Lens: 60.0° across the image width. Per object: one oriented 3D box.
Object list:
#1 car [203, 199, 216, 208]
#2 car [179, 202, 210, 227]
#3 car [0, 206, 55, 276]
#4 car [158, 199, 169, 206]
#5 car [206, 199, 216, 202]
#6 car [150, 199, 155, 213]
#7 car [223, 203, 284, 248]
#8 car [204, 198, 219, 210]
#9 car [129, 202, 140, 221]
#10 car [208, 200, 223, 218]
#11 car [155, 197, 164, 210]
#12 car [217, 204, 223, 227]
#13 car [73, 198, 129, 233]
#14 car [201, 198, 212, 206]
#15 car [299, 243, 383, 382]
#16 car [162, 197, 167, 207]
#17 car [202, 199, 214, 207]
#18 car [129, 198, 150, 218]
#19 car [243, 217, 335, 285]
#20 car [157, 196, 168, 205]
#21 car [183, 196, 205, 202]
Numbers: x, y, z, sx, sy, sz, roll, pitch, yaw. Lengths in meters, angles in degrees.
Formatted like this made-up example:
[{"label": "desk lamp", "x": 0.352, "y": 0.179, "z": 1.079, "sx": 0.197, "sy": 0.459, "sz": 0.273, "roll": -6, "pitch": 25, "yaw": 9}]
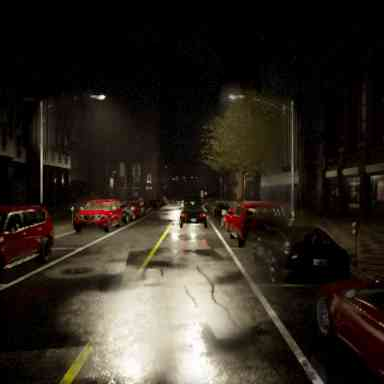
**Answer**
[{"label": "car", "x": 2.838, "y": 1.896, "z": 54.588, "sx": 1.802, "sy": 1.307, "sz": 4.206, "roll": 0, "pitch": 0, "yaw": 0}, {"label": "car", "x": 0.092, "y": 1.651, "z": 23.628, "sx": 1.812, "sy": 1.442, "sz": 4.674, "roll": 0, "pitch": 0, "yaw": 0}, {"label": "car", "x": -5.673, "y": 1.362, "z": 9.481, "sx": 2.192, "sy": 1.841, "sz": 5.009, "roll": 0, "pitch": 0, "yaw": 0}, {"label": "car", "x": -5.691, "y": 1.976, "z": 65.867, "sx": 1.802, "sy": 1.307, "sz": 4.206, "roll": 0, "pitch": 0, "yaw": 0}, {"label": "car", "x": 2.843, "y": 1.732, "z": 37.841, "sx": 1.752, "sy": 1.417, "sz": 4.829, "roll": 0, "pitch": 0, "yaw": 0}, {"label": "car", "x": -5.681, "y": 1.750, "z": 37.674, "sx": 1.887, "sy": 1.381, "sz": 4.507, "roll": 0, "pitch": 0, "yaw": 0}, {"label": "car", "x": 2.850, "y": 1.394, "z": 15.114, "sx": 2.192, "sy": 1.841, "sz": 5.009, "roll": 0, "pitch": 0, "yaw": 0}, {"label": "car", "x": 2.839, "y": 1.716, "z": 48.951, "sx": 1.967, "sy": 1.590, "sz": 4.097, "roll": 0, "pitch": 0, "yaw": 0}, {"label": "car", "x": -5.678, "y": 1.707, "z": 26.397, "sx": 1.947, "sy": 1.339, "sz": 4.313, "roll": 0, "pitch": 0, "yaw": 0}, {"label": "car", "x": 2.845, "y": 1.739, "z": 32.031, "sx": 1.947, "sy": 1.339, "sz": 4.313, "roll": 0, "pitch": 0, "yaw": 0}, {"label": "car", "x": -5.686, "y": 1.842, "z": 48.952, "sx": 1.947, "sy": 1.339, "sz": 4.313, "roll": 0, "pitch": 0, "yaw": 0}, {"label": "car", "x": 2.849, "y": 1.655, "z": 20.752, "sx": 1.887, "sy": 1.381, "sz": 4.507, "roll": 0, "pitch": 0, "yaw": 0}, {"label": "car", "x": -5.677, "y": 1.425, "z": 20.759, "sx": 2.192, "sy": 1.841, "sz": 5.009, "roll": 0, "pitch": 0, "yaw": 0}, {"label": "car", "x": 2.834, "y": 1.961, "z": 65.868, "sx": 1.947, "sy": 1.339, "sz": 4.313, "roll": 0, "pitch": 0, "yaw": 0}, {"label": "car", "x": 2.854, "y": 1.600, "z": 3.835, "sx": 1.802, "sy": 1.307, "sz": 4.206, "roll": 0, "pitch": 0, "yaw": 0}, {"label": "car", "x": -5.687, "y": 1.880, "z": 54.589, "sx": 1.947, "sy": 1.339, "sz": 4.313, "roll": 0, "pitch": 0, "yaw": 0}, {"label": "car", "x": 2.836, "y": 1.919, "z": 60.227, "sx": 1.947, "sy": 1.339, "sz": 4.313, "roll": 0, "pitch": 0, "yaw": 0}, {"label": "car", "x": -5.680, "y": 1.488, "z": 32.036, "sx": 2.192, "sy": 1.841, "sz": 5.009, "roll": 0, "pitch": 0, "yaw": 0}, {"label": "car", "x": 2.852, "y": 1.613, "z": 9.472, "sx": 1.947, "sy": 1.339, "sz": 4.313, "roll": 0, "pitch": 0, "yaw": 0}, {"label": "car", "x": -5.690, "y": 1.668, "z": 60.229, "sx": 2.192, "sy": 1.841, "sz": 5.009, "roll": 0, "pitch": 0, "yaw": 0}, {"label": "car", "x": 0.087, "y": 1.446, "z": 40.802, "sx": 2.150, "sy": 2.045, "sz": 5.566, "roll": 0, "pitch": 0, "yaw": 0}]
